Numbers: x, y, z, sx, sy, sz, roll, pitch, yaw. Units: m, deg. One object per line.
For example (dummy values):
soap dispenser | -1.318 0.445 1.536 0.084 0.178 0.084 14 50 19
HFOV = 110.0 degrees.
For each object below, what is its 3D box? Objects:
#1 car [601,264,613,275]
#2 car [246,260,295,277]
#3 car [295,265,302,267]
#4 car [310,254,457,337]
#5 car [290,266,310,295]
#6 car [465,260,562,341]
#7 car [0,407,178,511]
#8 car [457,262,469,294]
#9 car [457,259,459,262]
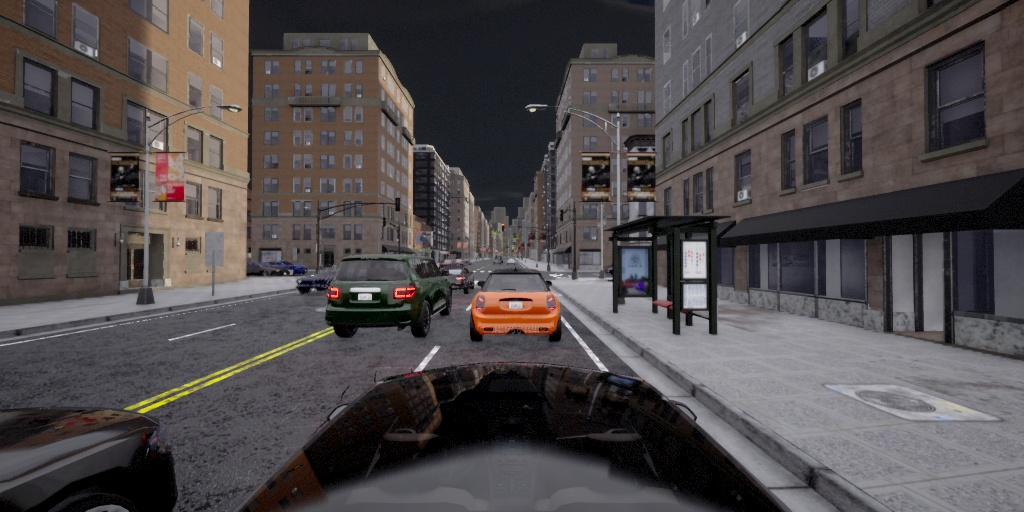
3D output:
car | 12.797 1.383 38.883 5.357 1.411 2.033 0 -1 2
car | -22.918 1.175 32.008 5.357 1.411 2.033 0 -1 0
car | -22.788 1.149 35.258 5.008 1.535 1.882 0 -1 0
car | -3.171 0.974 10.401 2.150 2.045 5.566 0 0 0
car | -9.891 1.357 20.020 1.895 1.301 4.718 0 0 0
car | 0.080 1.104 10.015 2.097 1.767 4.553 0 0 0
car | -3.144 1.241 0.363 2.128 1.511 4.902 0 0 0
car | -3.199 1.282 20.108 1.812 1.442 4.674 0 0 0
car | -9.968 1.245 55.340 1.882 1.535 5.008 0 0 0
